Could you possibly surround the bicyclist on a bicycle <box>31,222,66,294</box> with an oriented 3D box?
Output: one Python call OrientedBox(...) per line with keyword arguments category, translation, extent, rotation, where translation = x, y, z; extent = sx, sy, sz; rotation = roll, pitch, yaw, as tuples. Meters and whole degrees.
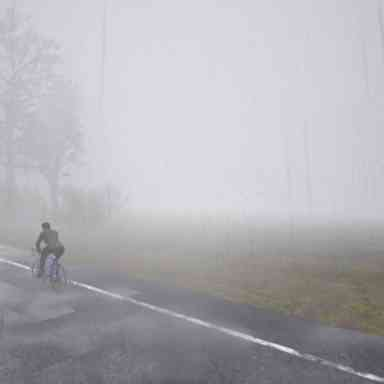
OrientedBox(category="bicyclist on a bicycle", translation=(-3.456, 1.557, 8.004), extent=(1.656, 1.620, 0.582), rotation=(0, -2, 39))
